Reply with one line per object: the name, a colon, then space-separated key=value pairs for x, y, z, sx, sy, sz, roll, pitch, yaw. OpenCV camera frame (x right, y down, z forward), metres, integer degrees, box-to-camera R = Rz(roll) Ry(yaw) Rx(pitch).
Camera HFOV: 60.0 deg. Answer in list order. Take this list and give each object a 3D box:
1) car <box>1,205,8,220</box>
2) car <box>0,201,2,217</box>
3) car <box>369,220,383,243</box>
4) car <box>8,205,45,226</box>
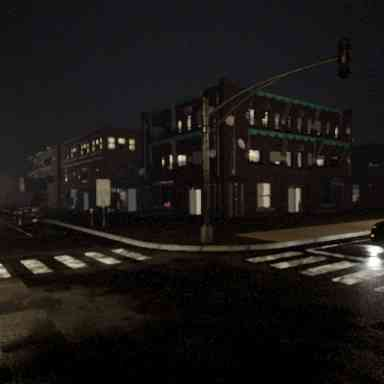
car: x=-15.665 y=1.894 z=29.948 sx=1.802 sy=1.307 sz=4.206 roll=-2 pitch=0 yaw=-35
car: x=-18.877 y=1.956 z=34.454 sx=1.802 sy=1.307 sz=4.206 roll=-2 pitch=0 yaw=-35
car: x=9.632 y=1.522 z=14.569 sx=4.181 sy=1.385 sz=1.994 roll=0 pitch=0 yaw=-35
car: x=-12.452 y=1.801 z=25.441 sx=2.008 sy=1.369 sz=4.403 roll=-2 pitch=0 yaw=-35
